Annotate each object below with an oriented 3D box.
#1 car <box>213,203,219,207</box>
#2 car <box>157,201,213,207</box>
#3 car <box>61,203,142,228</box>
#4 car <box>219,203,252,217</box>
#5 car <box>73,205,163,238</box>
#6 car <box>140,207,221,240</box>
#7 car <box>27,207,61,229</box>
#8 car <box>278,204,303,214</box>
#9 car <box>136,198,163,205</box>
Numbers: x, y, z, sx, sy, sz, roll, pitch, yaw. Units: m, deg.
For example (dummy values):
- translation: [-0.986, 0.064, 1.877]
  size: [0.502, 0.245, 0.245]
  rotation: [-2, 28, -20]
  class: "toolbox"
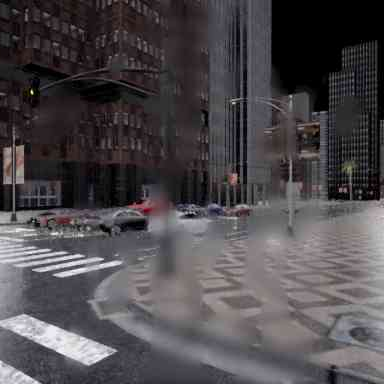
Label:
- translation: [1.954, 2.034, 39.515]
  size: [1.812, 1.442, 4.674]
  rotation: [0, -1, 35]
  class: "car"
- translation: [-0.501, 1.873, 30.346]
  size: [2.128, 1.511, 4.902]
  rotation: [0, -1, 35]
  class: "car"
- translation: [-5.975, 1.748, 22.536]
  size: [1.837, 1.490, 4.892]
  rotation: [0, -1, 35]
  class: "car"
- translation: [5.385, 2.057, 38.730]
  size: [1.812, 1.442, 4.674]
  rotation: [0, -1, 35]
  class: "car"
- translation: [-3.998, 1.718, 19.346]
  size: [2.128, 1.511, 4.902]
  rotation: [0, -1, 35]
  class: "car"
- translation: [-0.505, 1.777, 18.668]
  size: [1.812, 1.442, 4.674]
  rotation: [0, -1, 35]
  class: "car"
- translation: [-9.264, 1.788, 23.491]
  size: [1.994, 1.385, 4.181]
  rotation: [0, -1, 36]
  class: "car"
- translation: [12.890, 2.204, 43.455]
  size: [2.033, 1.411, 5.357]
  rotation: [0, -1, 35]
  class: "car"
- translation: [-3.976, 1.579, 31.051]
  size: [2.150, 2.045, 5.566]
  rotation: [0, -1, 35]
  class: "car"
